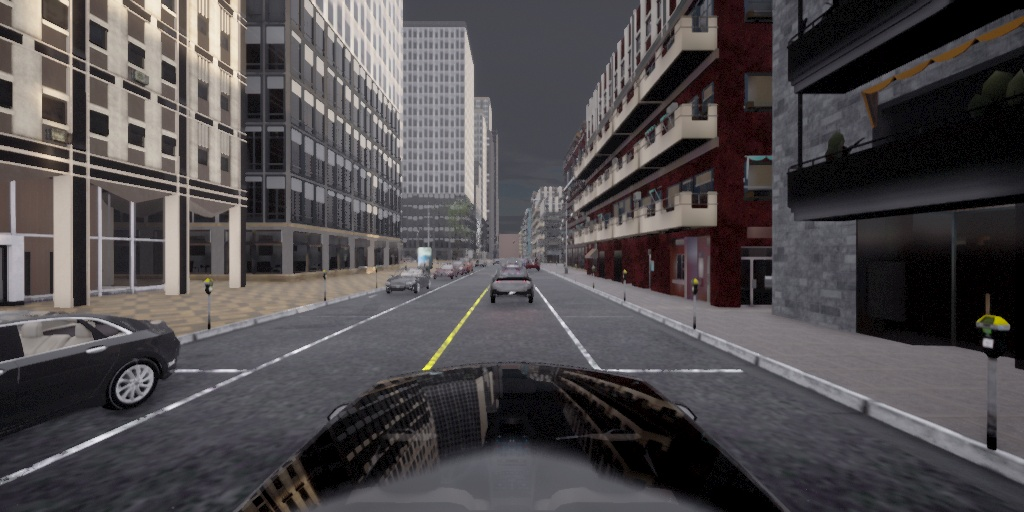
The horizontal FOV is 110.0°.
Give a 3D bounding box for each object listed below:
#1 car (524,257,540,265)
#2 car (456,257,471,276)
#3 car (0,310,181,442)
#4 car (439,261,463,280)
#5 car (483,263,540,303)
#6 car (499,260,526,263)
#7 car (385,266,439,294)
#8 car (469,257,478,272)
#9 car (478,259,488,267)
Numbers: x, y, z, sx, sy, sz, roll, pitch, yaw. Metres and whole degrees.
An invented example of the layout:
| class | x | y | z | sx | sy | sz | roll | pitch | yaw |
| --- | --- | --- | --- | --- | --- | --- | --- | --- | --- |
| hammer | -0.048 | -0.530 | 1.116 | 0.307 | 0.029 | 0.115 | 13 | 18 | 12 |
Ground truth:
| class | x | y | z | sx | sy | sz | roll | pitch | yaw |
| --- | --- | --- | --- | --- | --- | --- | --- | --- | --- |
| car | 2.689 | 1.067 | 47.813 | 2.192 | 1.841 | 5.009 | 0 | 0 | 0 |
| car | -5.692 | 1.189 | 36.711 | 1.967 | 1.591 | 4.097 | 0 | 0 | 0 |
| car | -5.692 | 1.297 | 3.406 | 2.007 | 1.370 | 4.403 | 0 | 0 | 0 |
| car | -5.692 | 1.330 | 31.160 | 1.802 | 1.307 | 4.207 | 0 | 0 | 0 |
| car | -0.001 | 1.243 | 16.500 | 2.128 | 1.511 | 4.902 | 0 | 0 | 0 |
| car | -0.001 | 1.282 | 31.500 | 1.812 | 1.442 | 4.674 | 0 | 0 | 0 |
| car | -5.692 | 1.297 | 20.057 | 2.007 | 1.370 | 4.403 | 0 | 0 | 0 |
| car | -5.691 | 1.066 | 42.262 | 2.192 | 1.841 | 5.009 | 0 | 0 | 0 |
| car | -5.691 | 1.326 | 64.465 | 1.948 | 1.339 | 4.313 | 0 | 0 | 0 |
